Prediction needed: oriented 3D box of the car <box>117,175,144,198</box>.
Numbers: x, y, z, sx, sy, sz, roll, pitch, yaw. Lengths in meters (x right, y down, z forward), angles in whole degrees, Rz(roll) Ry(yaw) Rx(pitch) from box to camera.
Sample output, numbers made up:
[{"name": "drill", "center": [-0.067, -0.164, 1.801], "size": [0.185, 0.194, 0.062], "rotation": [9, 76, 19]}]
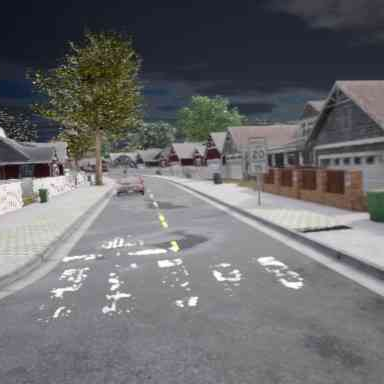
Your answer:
[{"name": "car", "center": [-4.562, -0.489, 24.837], "size": [1.812, 1.442, 4.674], "rotation": [-4, 5, -9]}]
